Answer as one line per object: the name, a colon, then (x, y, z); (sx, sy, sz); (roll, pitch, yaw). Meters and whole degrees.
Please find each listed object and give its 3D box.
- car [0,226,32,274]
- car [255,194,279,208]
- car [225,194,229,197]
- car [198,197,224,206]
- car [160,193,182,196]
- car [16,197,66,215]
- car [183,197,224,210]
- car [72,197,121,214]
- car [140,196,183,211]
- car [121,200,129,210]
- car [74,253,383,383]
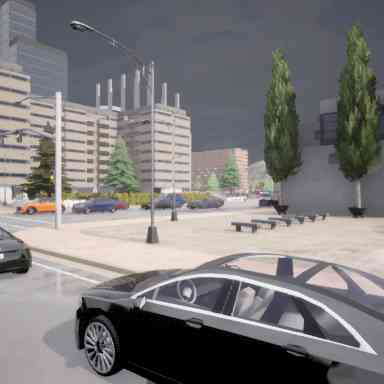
car: (-6.318, 1.564, 9.473); (4.181, 1.385, 1.994); (0, 0, 40)
car: (11.688, 1.478, 48.971); (1.882, 1.535, 5.008); (0, 0, 41)
car: (2.845, 1.491, 49.741); (2.128, 1.511, 4.902); (0, 0, 41)
car: (3.141, 1.526, 55.403); (1.812, 1.442, 4.674); (0, 0, 41)
car: (-3.575, 1.221, 47.686); (2.150, 2.045, 5.566); (0, 0, 41)
car: (-15.432, 1.352, 34.102); (2.097, 1.767, 4.553); (0, 0, 42)
car: (1.632, 1.547, 42.706); (2.033, 1.411, 5.357); (0, 0, 41)
car: (-10.170, 1.352, 34.733); (2.097, 1.767, 4.553); (0, 0, 41)
car: (-3.967, 1.547, 41.895); (2.033, 1.411, 5.357); (0, 0, 41)
car: (-9.733, 1.564, 40.577); (1.994, 1.385, 4.181); (0, 0, 41)
car: (0.588, 1.492, 3.855); (4.902, 1.511, 2.128); (0, 0, 37)
